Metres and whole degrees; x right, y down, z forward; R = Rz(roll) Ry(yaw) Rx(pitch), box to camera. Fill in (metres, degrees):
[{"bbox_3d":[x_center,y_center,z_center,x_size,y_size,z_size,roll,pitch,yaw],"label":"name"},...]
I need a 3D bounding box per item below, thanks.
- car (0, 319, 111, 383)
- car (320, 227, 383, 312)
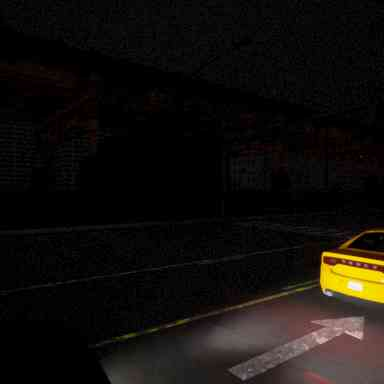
[{"bbox_3d":[-2.773,1.601,1.774,4.718,1.301,1.895,0,0,-35],"label":"car"},{"bbox_3d":[4.840,1.478,7.180,5.008,1.535,1.882,0,0,-35],"label":"car"}]
